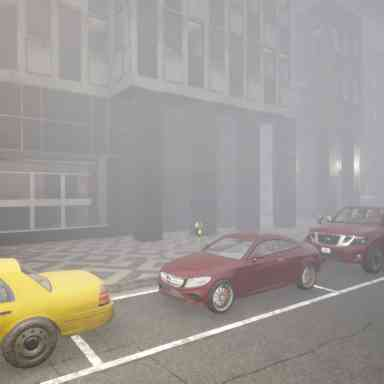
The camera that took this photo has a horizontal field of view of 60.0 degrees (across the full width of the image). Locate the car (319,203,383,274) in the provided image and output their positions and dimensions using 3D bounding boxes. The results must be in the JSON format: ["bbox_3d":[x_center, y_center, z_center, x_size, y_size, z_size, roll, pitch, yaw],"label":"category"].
[{"bbox_3d":[5.798,1.314,10.779,5.009,1.841,2.192,0,0,-35],"label":"car"}]

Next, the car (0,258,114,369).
[{"bbox_3d":[-3.466,1.525,4.180,4.829,1.417,1.752,0,0,-35],"label":"car"}]

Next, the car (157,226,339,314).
[{"bbox_3d":[1.235,1.582,7.528,4.206,1.307,1.802,0,0,-35],"label":"car"}]
